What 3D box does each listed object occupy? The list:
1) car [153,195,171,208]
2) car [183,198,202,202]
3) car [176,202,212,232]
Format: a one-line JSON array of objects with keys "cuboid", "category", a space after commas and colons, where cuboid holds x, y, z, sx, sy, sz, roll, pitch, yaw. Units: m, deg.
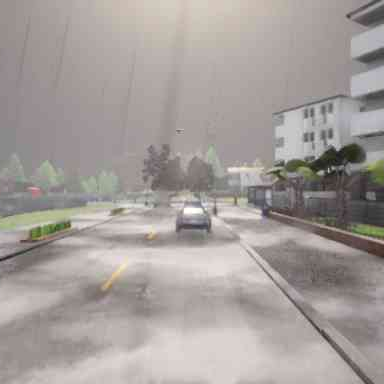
[{"cuboid": [-4.019, 1.166, 45.147, 2.097, 1.767, 4.553, 0, 0, 0], "category": "car"}, {"cuboid": [0.085, 1.331, 35.895, 1.882, 1.535, 5.008, 0, 0, 0], "category": "car"}, {"cuboid": [0.091, 1.483, 19.520, 1.994, 1.385, 4.181, 0, 0, 0], "category": "car"}]
